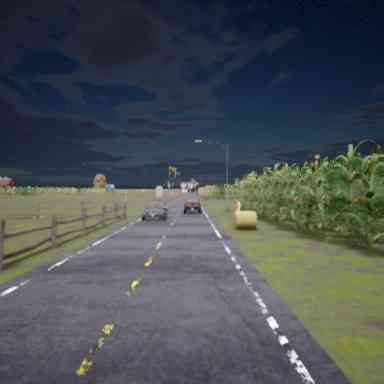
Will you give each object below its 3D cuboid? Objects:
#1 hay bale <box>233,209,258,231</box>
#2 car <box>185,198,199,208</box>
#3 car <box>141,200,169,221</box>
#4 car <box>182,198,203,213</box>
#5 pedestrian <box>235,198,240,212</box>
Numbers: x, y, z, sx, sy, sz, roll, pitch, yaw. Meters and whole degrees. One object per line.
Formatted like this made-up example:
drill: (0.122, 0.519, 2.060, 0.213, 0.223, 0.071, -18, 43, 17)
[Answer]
hay bale: (3.131, 1.613, 19.611, 1.220, 1.180, 1.240, 1, 1, 0)
car: (0.029, 1.485, 47.535, 1.895, 1.301, 4.718, 0, 0, 1)
car: (-2.848, 1.446, 26.499, 1.837, 1.490, 4.892, 0, 0, 0)
car: (0.064, 1.423, 35.275, 1.837, 1.490, 4.892, 0, 0, 0)
pedestrian: (2.824, 1.247, 20.703, 0.375, 1.860, 0.375, -1, 1, -5)
